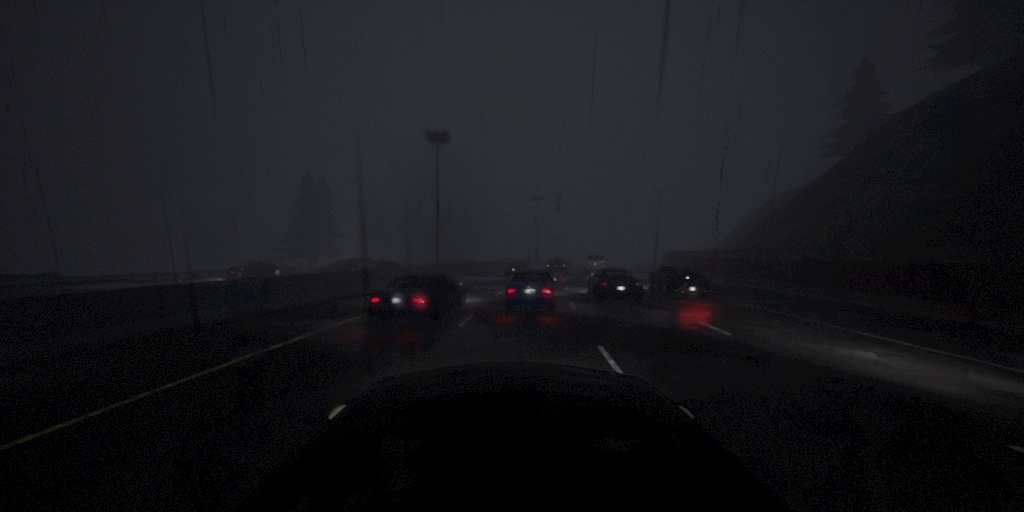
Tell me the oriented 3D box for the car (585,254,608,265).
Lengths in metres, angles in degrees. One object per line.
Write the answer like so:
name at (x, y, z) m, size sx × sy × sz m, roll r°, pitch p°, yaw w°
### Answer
car at (9.086, 0.828, 38.506) m, size 2.150 × 2.045 × 5.566 m, roll 0°, pitch 0°, yaw 16°

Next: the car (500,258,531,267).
car at (0.558, 1.169, 33.518) m, size 1.994 × 1.385 × 4.181 m, roll 0°, pitch 0°, yaw 13°

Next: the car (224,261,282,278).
car at (-21.749, 1.119, 30.329) m, size 1.994 × 1.385 × 4.181 m, roll 0°, pitch 0°, yaw 10°

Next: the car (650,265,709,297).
car at (8.373, 1.202, 18.410) m, size 1.837 × 1.490 × 4.892 m, roll 0°, pitch 0°, yaw 7°

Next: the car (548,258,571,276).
car at (4.652, 0.960, 35.433) m, size 2.097 × 1.767 × 4.553 m, roll 0°, pitch 0°, yaw 14°

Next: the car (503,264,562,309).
car at (0.843, 1.240, 14.649) m, size 2.033 × 1.411 × 5.357 m, roll 0°, pitch 0°, yaw 6°

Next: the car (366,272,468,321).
car at (-2.896, 1.241, 12.138) m, size 2.033 × 1.411 × 5.357 m, roll 0°, pitch 0°, yaw 5°

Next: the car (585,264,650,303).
car at (4.609, 1.260, 16.397) m, size 1.994 × 1.385 × 4.181 m, roll 0°, pitch 0°, yaw 7°

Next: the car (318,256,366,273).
car at (-14.506, 1.051, 31.025) m, size 1.882 × 1.535 × 5.008 m, roll 0°, pitch 0°, yaw 12°

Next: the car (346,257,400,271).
car at (-11.168, 1.066, 29.865) m, size 1.882 × 1.535 × 5.008 m, roll 0°, pitch 0°, yaw 12°
